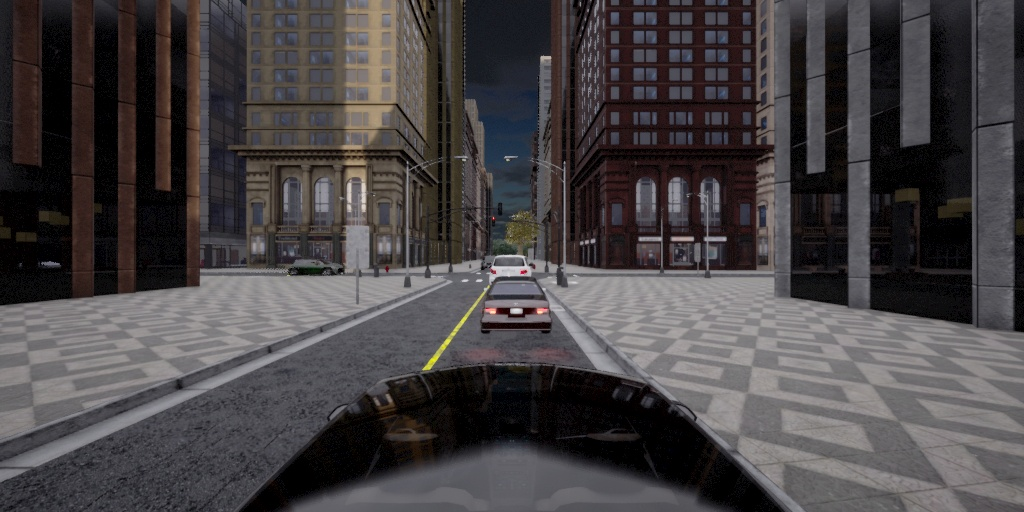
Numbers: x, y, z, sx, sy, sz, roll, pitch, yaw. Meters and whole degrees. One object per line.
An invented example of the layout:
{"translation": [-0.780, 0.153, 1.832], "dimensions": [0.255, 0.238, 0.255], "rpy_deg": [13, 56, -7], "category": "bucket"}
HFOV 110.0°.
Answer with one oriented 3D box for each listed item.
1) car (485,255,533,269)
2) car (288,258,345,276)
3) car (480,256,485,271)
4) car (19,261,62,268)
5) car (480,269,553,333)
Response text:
{"translation": [0.019, 0.971, 20.883], "dimensions": [2.150, 2.045, 5.566], "rpy_deg": [0, 0, 4], "category": "car"}
{"translation": [-18.083, 1.040, 33.371], "dimensions": [4.553, 1.767, 2.097], "rpy_deg": [0, 0, 0], "category": "car"}
{"translation": [-3.122, 0.964, 49.519], "dimensions": [2.150, 2.045, 5.566], "rpy_deg": [0, 1, -1], "category": "car"}
{"translation": [-43.774, 1.174, 33.412], "dimensions": [5.357, 1.411, 2.033], "rpy_deg": [0, 0, 0], "category": "car"}
{"translation": [0.092, 1.297, 10.638], "dimensions": [2.033, 1.411, 5.357], "rpy_deg": [0, 0, 0], "category": "car"}
